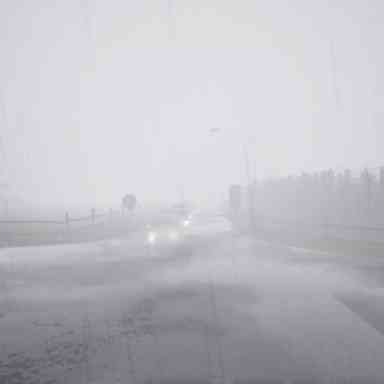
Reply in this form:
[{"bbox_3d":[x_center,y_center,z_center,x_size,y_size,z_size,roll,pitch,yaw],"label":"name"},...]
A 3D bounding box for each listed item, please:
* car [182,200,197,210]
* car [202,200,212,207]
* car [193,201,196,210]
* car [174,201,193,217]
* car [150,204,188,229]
[{"bbox_3d":[-0.311,2.116,53.636,2.033,1.411,5.357,-1,-1,3],"label":"car"},{"bbox_3d":[3.029,2.270,65.449,1.895,1.301,4.718,-1,-1,3],"label":"car"},{"bbox_3d":[-0.810,1.949,43.039,2.128,1.511,4.902,-1,-1,3],"label":"car"},{"bbox_3d":[-1.249,1.837,33.534,1.882,1.535,5.008,-1,-1,2],"label":"car"},{"bbox_3d":[-1.684,1.808,23.863,2.033,1.411,5.357,-1,-1,3],"label":"car"}]
